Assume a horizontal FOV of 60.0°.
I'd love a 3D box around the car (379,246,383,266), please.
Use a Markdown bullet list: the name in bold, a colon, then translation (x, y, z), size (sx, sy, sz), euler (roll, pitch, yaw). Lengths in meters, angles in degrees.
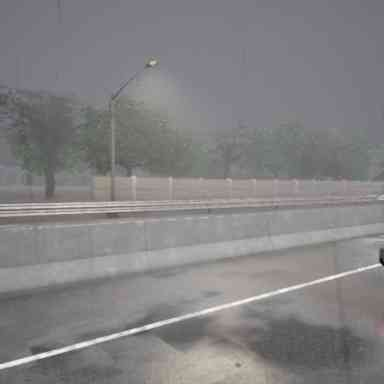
- **car**: translation (6.989, 1.544, 8.754), size (4.718, 1.301, 1.895), euler (0, 0, -35)
